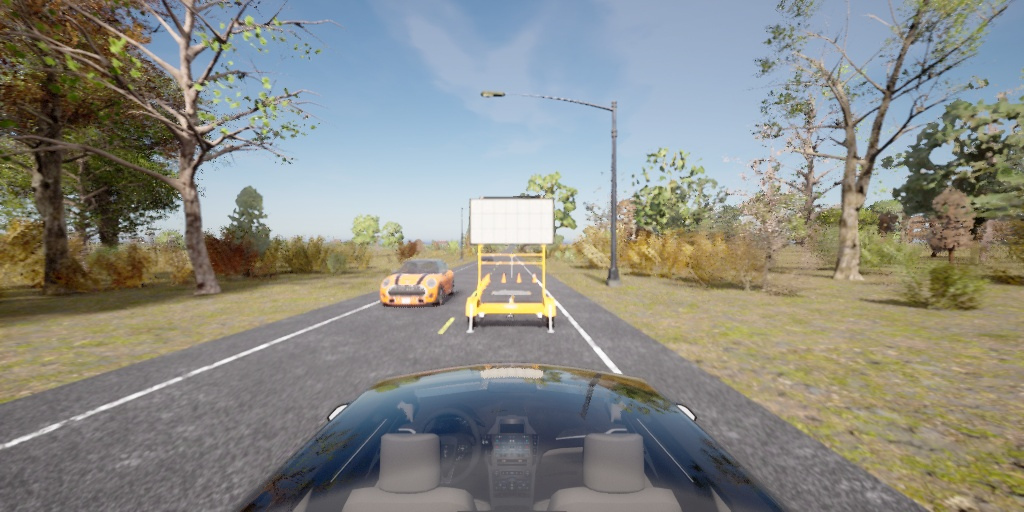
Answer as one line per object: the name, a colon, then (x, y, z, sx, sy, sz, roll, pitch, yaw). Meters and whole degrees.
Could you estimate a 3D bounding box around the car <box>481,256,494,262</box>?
car: (-3.834, 0.476, 57.028, 1.994, 1.385, 4.181, 0, 1, 0)

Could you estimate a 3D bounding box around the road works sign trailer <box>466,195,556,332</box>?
road works sign trailer: (-0.006, 0.085, 10.322, 2.380, 3.560, 2.880, 0, 0, 1)

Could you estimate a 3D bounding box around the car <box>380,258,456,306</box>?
car: (-3.617, 0.910, 14.472, 2.097, 1.767, 4.553, 0, 1, 0)
